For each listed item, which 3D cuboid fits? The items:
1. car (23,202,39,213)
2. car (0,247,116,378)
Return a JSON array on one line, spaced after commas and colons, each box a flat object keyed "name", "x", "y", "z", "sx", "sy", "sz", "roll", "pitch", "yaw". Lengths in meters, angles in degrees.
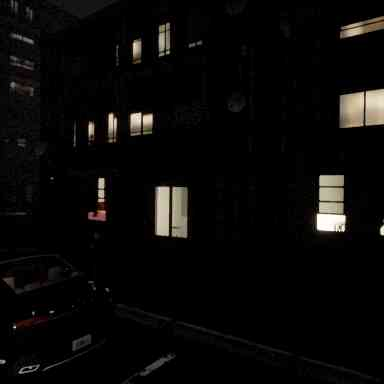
[{"name": "car", "x": -17.306, "y": 1.716, "z": 39.943, "sx": 2.033, "sy": 1.411, "sz": 5.357, "roll": 1, "pitch": 0, "yaw": 36}, {"name": "car", "x": -3.084, "y": 1.549, "z": 5.215, "sx": 4.403, "sy": 1.369, "sz": 2.008, "roll": 0, "pitch": 1, "yaw": 36}]
